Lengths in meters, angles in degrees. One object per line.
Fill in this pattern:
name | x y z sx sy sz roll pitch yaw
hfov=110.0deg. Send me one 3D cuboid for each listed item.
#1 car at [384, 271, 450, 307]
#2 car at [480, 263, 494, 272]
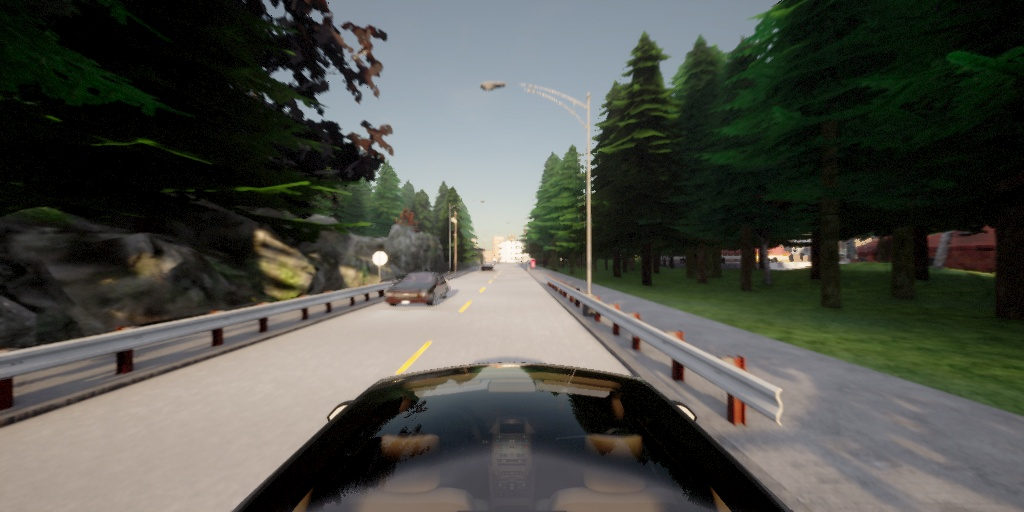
car | -4.092 1.420 16.452 2.033 1.411 5.357 0 0 0
car | -3.872 1.798 56.600 1.895 1.301 4.718 0 0 1
